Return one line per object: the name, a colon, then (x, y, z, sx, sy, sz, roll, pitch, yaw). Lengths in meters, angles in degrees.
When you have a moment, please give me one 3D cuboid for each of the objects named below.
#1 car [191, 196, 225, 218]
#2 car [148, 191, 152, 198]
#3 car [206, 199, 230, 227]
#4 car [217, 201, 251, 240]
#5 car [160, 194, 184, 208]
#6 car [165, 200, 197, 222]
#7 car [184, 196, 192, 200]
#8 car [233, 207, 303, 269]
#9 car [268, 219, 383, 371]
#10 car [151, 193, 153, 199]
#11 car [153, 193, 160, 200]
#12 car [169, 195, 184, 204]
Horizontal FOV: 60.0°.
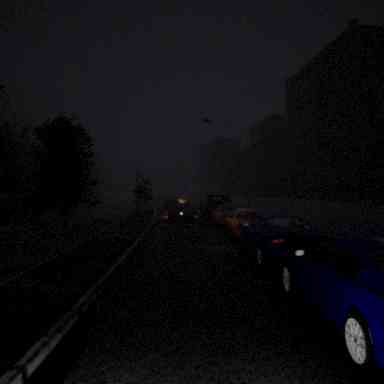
car: (1.492, 1.466, 33.501, 2.231, 1.521, 4.892, 0, 0, -5)
car: (-10.329, 1.154, 93.384, 2.163, 1.488, 4.792, 0, 0, -14)
car: (2.378, 1.485, 22.579, 1.946, 1.575, 5.366, 0, 0, -3)
car: (2.683, 1.489, 17.023, 1.946, 1.575, 5.366, 0, 0, -2)
car: (-2.673, 1.429, 42.825, 2.128, 1.511, 4.902, 0, 0, -8)
car: (-0.936, 1.560, 26.580, 1.994, 1.385, 4.181, 0, 0, -4)
car: (-1.623, 1.368, 55.623, 1.946, 1.575, 5.366, 0, 0, -10)
car: (2.894, 1.491, 11.273, 2.097, 1.535, 5.008, 0, 0, -1)
car: (3.006, 1.487, 5.705, 2.097, 1.535, 5.008, 0, 0, -1)
car: (-8.997, 1.209, 87.968, 2.002, 1.452, 4.674, 0, 0, -14)
car: (-7.672, 1.211, 82.578, 2.231, 1.521, 4.892, 0, 0, -14)
car: (-2.942, 1.367, 62.539, 2.163, 1.488, 4.792, 0, 0, -11)
